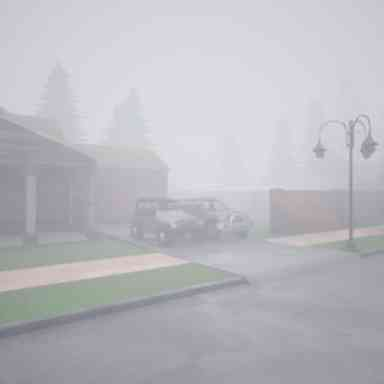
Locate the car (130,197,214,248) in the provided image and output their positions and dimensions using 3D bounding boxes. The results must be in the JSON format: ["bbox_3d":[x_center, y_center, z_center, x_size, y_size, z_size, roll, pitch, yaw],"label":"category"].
[{"bbox_3d":[-1.124,1.172,14.050,1.905,1.878,3.866,0,0,-36],"label":"car"}]

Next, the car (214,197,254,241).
[{"bbox_3d":[0.693,1.169,15.831,1.932,1.855,4.605,0,0,-36],"label":"car"}]
